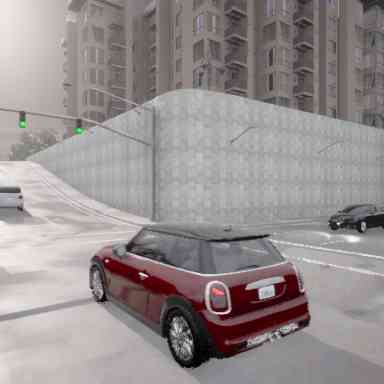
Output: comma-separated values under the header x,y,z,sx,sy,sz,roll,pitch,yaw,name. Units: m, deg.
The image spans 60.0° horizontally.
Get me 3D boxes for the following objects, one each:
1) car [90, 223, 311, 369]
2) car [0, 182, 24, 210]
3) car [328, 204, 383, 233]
x,y,z,sx,sy,sz,roll,pitch,yaw,name
-0.248,1.350,6.145,2.097,1.767,4.553,0,0,-36,car
-14.992,0.225,26.645,2.150,2.045,5.566,0,7,-36,car
10.057,1.505,19.779,4.892,1.490,1.837,0,0,-36,car
